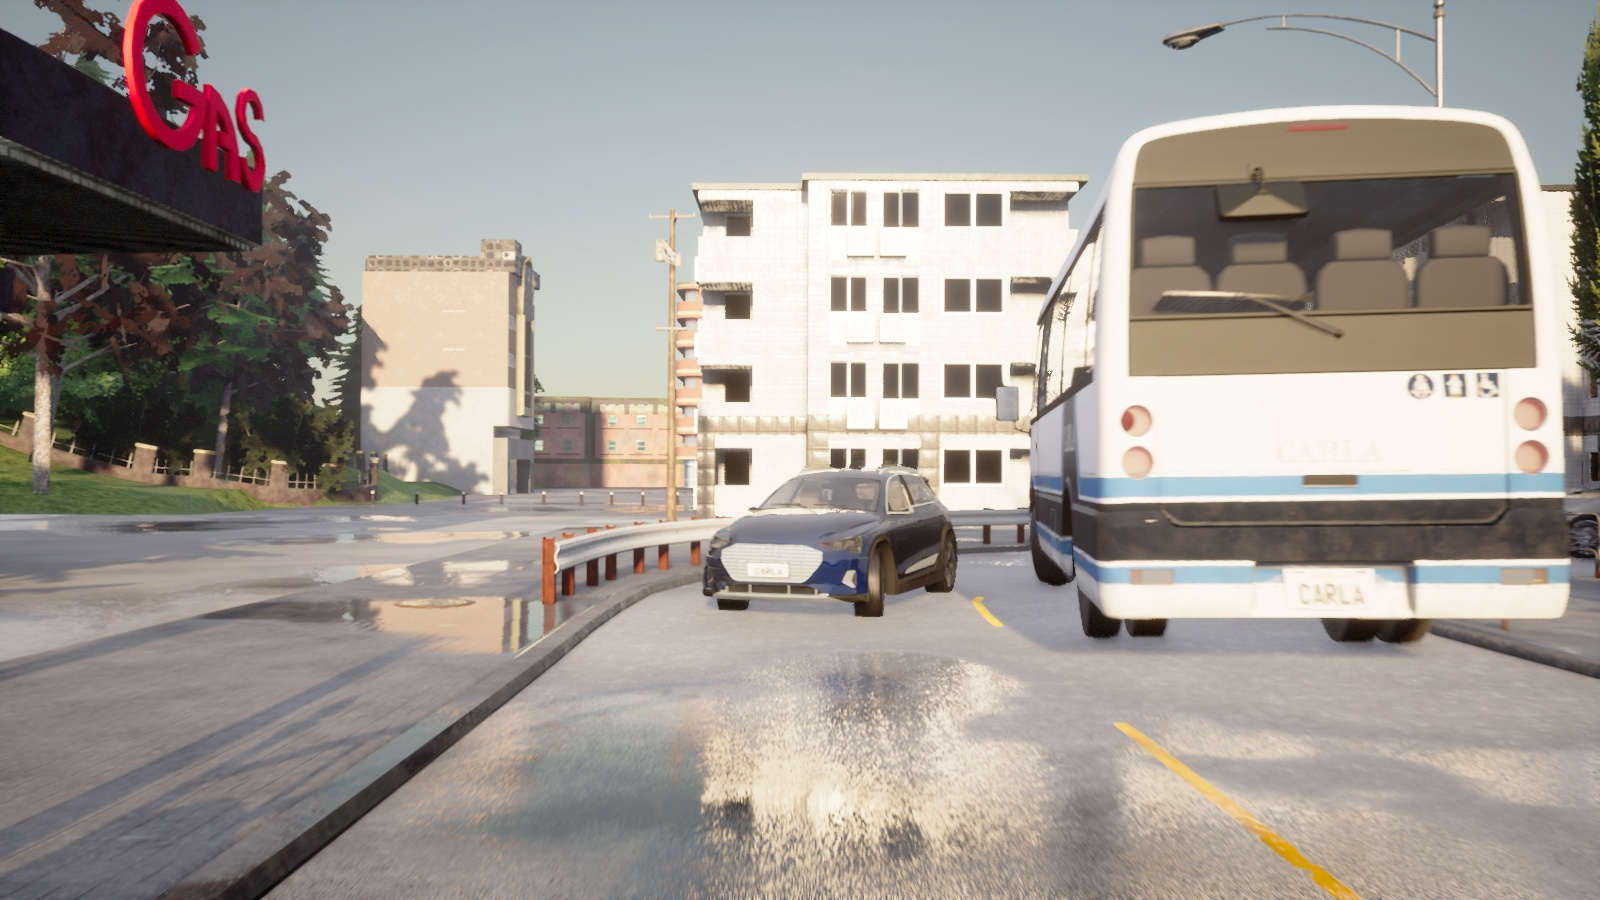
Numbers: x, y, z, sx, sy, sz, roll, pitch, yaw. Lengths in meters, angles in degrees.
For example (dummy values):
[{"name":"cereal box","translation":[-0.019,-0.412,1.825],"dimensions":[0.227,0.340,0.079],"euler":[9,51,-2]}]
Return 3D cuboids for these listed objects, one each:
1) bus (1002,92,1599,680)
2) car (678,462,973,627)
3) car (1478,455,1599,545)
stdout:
[{"name":"bus","translation":[4.501,-0.340,14.412],"dimensions":[3.944,4.253,10.273],"euler":[-1,-1,8]},{"name":"car","translation":[0.534,0.995,15.167],"dimensions":[2.033,1.649,4.856],"euler":[-1,-1,21]},{"name":"car","translation":[16.193,0.931,24.254],"dimensions":[5.027,1.651,2.152],"euler":[0,-1,0]}]
